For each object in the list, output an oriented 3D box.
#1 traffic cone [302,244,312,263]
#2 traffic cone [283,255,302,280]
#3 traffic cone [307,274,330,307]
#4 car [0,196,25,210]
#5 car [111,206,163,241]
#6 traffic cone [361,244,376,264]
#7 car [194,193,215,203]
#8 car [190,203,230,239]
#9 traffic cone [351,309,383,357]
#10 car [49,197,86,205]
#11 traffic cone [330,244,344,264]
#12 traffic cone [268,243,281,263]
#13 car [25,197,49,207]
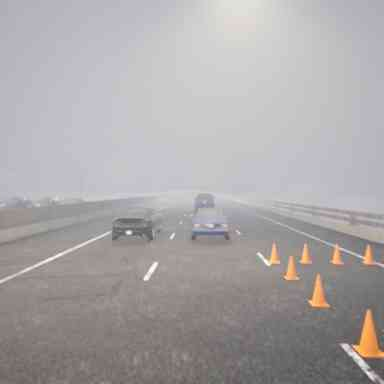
[{"bbox_3d":[3.646,1.959,10.683,0.340,0.580,0.340,0,0,1],"label":"traffic cone"},{"bbox_3d":[2.599,1.956,8.708,0.340,0.580,0.340,0,0,1],"label":"traffic cone"},{"bbox_3d":[2.551,1.960,6.709,0.340,0.580,0.340,0,0,1],"label":"traffic cone"},{"bbox_3d":[-19.826,1.262,37.343,2.128,1.511,4.902,0,0,1],"label":"car"},{"bbox_3d":[-2.626,1.452,16.550,1.837,1.490,4.892,0,1,1],"label":"car"},{"bbox_3d":[5.645,1.974,10.635,0.340,0.580,0.340,0,0,1],"label":"traffic cone"},{"bbox_3d":[1.368,1.146,36.970,2.150,2.045,5.566,0,0,1],"label":"car"},{"bbox_3d":[0.887,1.517,17.079,2.033,1.411,5.357,0,0,1],"label":"car"},{"bbox_3d":[2.503,1.964,4.709,0.340,0.580,0.340,0,0,1],"label":"traffic cone"},{"bbox_3d":[-12.872,1.304,35.426,1.882,1.535,5.008,0,0,1],"label":"car"},{"bbox_3d":[4.646,1.967,10.659,0.340,0.580,0.340,0,0,1],"label":"traffic cone"},{"bbox_3d":[2.647,1.952,10.707,0.340,0.580,0.340,0,0,1],"label":"traffic cone"},{"bbox_3d":[-16.317,1.287,37.695,2.128,1.511,4.902,0,0,1],"label":"car"}]
